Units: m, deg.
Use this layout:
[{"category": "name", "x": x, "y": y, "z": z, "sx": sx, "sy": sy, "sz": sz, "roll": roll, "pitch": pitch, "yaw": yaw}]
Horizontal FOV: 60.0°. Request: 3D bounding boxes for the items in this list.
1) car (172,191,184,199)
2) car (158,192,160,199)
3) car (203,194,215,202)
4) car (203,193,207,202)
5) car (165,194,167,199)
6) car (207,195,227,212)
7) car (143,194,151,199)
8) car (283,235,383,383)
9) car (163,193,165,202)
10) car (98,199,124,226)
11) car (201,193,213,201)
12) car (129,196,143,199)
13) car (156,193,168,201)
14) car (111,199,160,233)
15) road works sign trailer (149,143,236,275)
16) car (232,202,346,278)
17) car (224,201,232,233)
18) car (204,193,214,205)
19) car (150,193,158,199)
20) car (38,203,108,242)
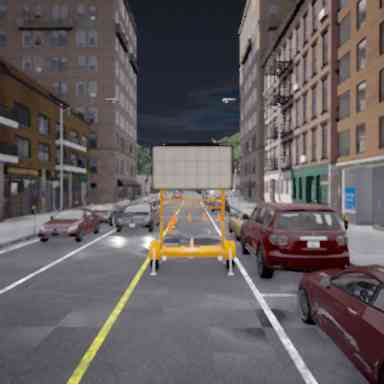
[{"category": "car", "x": -2.700, "y": 0.633, "z": 63.388, "sx": 2.097, "sy": 1.767, "sz": 4.553, "roll": 0, "pitch": 1, "yaw": 0}, {"category": "car", "x": -5.354, "y": 0.926, "z": 42.730, "sx": 1.967, "sy": 1.590, "sz": 4.097, "roll": 0, "pitch": 1, "yaw": 0}, {"category": "car", "x": 2.680, "y": 0.942, "z": 53.764, "sx": 1.802, "sy": 1.307, "sz": 4.206, "roll": 0, "pitch": 1, "yaw": 0}, {"category": "car", "x": 2.671, "y": 1.009, "z": 42.898, "sx": 1.752, "sy": 1.417, "sz": 4.829, "roll": 0, "pitch": 1, "yaw": 0}, {"category": "car", "x": -5.345, "y": 0.801, "z": 53.767, "sx": 1.967, "sy": 1.590, "sz": 4.097, "roll": 0, "pitch": 1, "yaw": 0}, {"category": "car", "x": 2.663, "y": 1.197, "z": 31.693, "sx": 1.802, "sy": 1.307, "sz": 4.206, "roll": 0, "pitch": 1, "yaw": 0}, {"category": "car", "x": -5.362, "y": 1.181, "z": 31.695, "sx": 1.947, "sy": 1.339, "sz": 4.313, "roll": 0, "pitch": 1, "yaw": 0}, {"category": "car", "x": 2.641, "y": 1.530, "z": 4.103, "sx": 1.802, "sy": 1.307, "sz": 4.206, "roll": 0, "pitch": 1, "yaw": 0}, {"category": "car", "x": -5.350, "y": 0.950, "z": 48.079, "sx": 1.752, "sy": 1.417, "sz": 4.829, "roll": 0, "pitch": 1, "yaw": 0}, {"category": "car", "x": -5.371, "y": 1.299, "z": 20.658, "sx": 2.008, "sy": 1.369, "sz": 4.403, "roll": 0, "pitch": 1, "yaw": 0}, {"category": "car", "x": 2.684, "y": 0.864, "z": 59.282, "sx": 1.947, "sy": 1.339, "sz": 4.313, "roll": 0, "pitch": 1, "yaw": 0}, {"category": "car", "x": -5.367, "y": 1.226, "z": 26.176, "sx": 1.887, "sy": 1.381, "sz": 4.507, "roll": 0, "pitch": 1, "yaw": 0}, {"category": "car", "x": -5.341, "y": 0.880, "z": 59.287, "sx": 1.802, "sy": 1.307, "sz": 4.206, "roll": 0, "pitch": 1, "yaw": 0}, {"category": "car", "x": -2.835, "y": 1.304, "z": 18.129, "sx": 1.812, "sy": 1.442, "sz": 4.674, "roll": 0, "pitch": 1, "yaw": 0}, {"category": "road works sign trailer", "x": 0.008, "y": 0.341, "z": 9.977, "sx": 2.380, "sy": 3.560, "sz": 2.880, "roll": 0, "pitch": 1, "yaw": 0}, {"category": "car", "x": 2.645, "y": 1.196, "z": 9.618, "sx": 2.192, "sy": 1.841, "sz": 5.009, "roll": 0, "pitch": 1, "yaw": 0}, {"category": "car", "x": 2.645, "y": 1.338, "z": 15.306, "sx": 1.752, "sy": 1.417, "sz": 4.829, "roll": 0, "pitch": 1, "yaw": 0}, {"category": "car", "x": 2.667, "y": 1.131, "z": 37.210, "sx": 1.802, "sy": 1.307, "sz": 4.206, "roll": 0, "pitch": 1, "yaw": 0}, {"category": "car", "x": -5.358, "y": 1.100, "z": 37.213, "sx": 2.008, "sy": 1.369, "sz": 4.403, "roll": 0, "pitch": 1, "yaw": 0}, {"category": "car", "x": -5.376, "y": 1.397, "z": 15.140, "sx": 1.802, "sy": 1.307, "sz": 4.206, "roll": 0, "pitch": 1, "yaw": 0}]
